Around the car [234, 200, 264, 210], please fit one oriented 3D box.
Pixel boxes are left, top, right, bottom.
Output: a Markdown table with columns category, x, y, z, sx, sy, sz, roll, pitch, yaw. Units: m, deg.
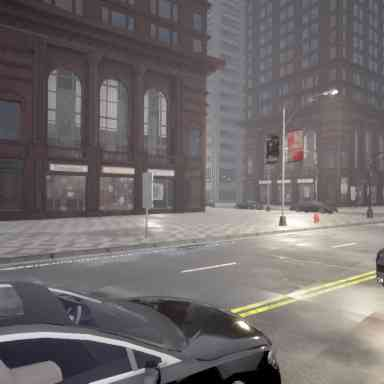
| category | x | y | z | sx | sy | sz | roll | pitch | yaw |
| --- | --- | --- | --- | --- | --- | --- | --- | --- | --- |
| car | 7.720 | 1.785 | 45.289 | 1.994 | 1.385 | 4.181 | 1 | -1 | -35 |

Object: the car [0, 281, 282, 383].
| category | x | y | z | sx | sy | sz | roll | pitch | yaw |
| --- | --- | --- | --- | --- | --- | --- | --- | --- | --- |
| car | -1.387 | 1.492 | 2.450 | 4.902 | 1.511 | 2.128 | 0 | 0 | -36 |

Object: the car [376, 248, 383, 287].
| category | x | y | z | sx | sy | sz | roll | pitch | yaw |
| --- | --- | --- | --- | --- | --- | --- | --- | --- | --- |
| car | 6.227 | 1.515 | 7.874 | 4.892 | 1.490 | 1.837 | 0 | 0 | -35 |

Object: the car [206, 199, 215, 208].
| category | x | y | z | sx | sy | sz | roll | pitch | yaw |
| --- | --- | --- | --- | --- | --- | --- | --- | --- | --- |
| car | 1.690 | 1.746 | 53.780 | 1.882 | 1.535 | 5.008 | 1 | -1 | -35 |

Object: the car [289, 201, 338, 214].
| category | x | y | z | sx | sy | sz | roll | pitch | yaw |
| --- | --- | --- | --- | --- | --- | --- | --- | --- | --- |
| car | 13.478 | 1.723 | 37.188 | 2.033 | 1.411 | 5.357 | 1 | -1 | -35 |
